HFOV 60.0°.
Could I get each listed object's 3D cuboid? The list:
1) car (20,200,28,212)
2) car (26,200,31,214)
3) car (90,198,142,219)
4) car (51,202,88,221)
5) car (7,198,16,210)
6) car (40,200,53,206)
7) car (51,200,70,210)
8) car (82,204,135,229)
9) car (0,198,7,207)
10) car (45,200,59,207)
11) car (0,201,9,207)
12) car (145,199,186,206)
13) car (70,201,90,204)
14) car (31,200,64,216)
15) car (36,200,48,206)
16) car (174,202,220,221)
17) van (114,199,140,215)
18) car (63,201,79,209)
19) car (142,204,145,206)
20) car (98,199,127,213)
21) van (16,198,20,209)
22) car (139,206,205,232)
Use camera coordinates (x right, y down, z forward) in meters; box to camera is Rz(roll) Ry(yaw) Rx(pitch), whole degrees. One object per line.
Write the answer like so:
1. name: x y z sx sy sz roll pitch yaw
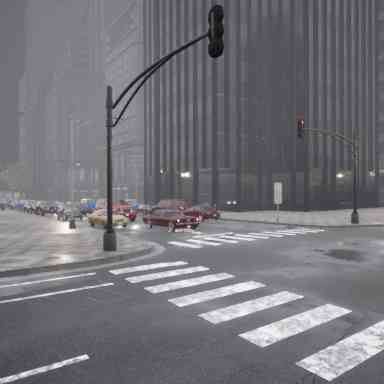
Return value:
1. car: -23.297 2.156 48.453 1.967 1.590 4.097 -1 0 -35
2. car: -20.467 2.196 44.469 1.887 1.381 4.507 -1 0 -35
3. car: -7.024 1.598 30.150 2.150 2.045 5.566 0 -1 -35
4. car: -11.983 2.004 32.517 2.008 1.369 4.403 -1 0 -35
5. car: -31.884 2.353 60.552 1.967 1.590 4.097 -1 0 -35
6. car: -34.672 2.660 79.213 1.947 1.339 4.313 -1 0 -35
7. car: -22.989 2.270 57.995 1.882 1.535 5.008 0 -1 -35
8. car: -6.229 1.843 24.410 1.752 1.417 4.829 -1 0 -35
9. car: -41.219 2.666 73.708 1.887 1.381 4.507 -1 0 -35
10. car: -31.660 2.594 74.970 1.947 1.339 4.313 -1 0 -35
11. car: -44.331 2.770 78.093 1.802 1.307 4.206 -1 0 -35
12. car: -2.312 1.668 33.627 2.192 1.841 5.009 -1 0 -35
13. car: -12.947 2.063 38.503 2.033 1.411 5.357 0 -1 -35
14. car: -17.644 1.900 40.485 2.192 1.841 5.009 -1 0 -35
15. car: -37.683 2.709 83.455 2.008 1.369 4.403 -1 0 -35
16. car: 0.633 1.828 29.475 1.887 1.381 4.507 -1 0 -35
17. van: -8.191 1.832 41.931 1.690 1.788 3.998 -1 0 -35
18. car: -22.627 2.406 62.244 1.802 1.307 4.206 -1 0 -35
19. car: -5.246 2.004 37.779 1.802 1.307 4.206 -1 0 -35
20. car: -11.131 1.874 46.082 2.192 1.841 5.009 -1 0 -35
21. van: -26.127 2.122 52.438 1.690 1.788 3.998 -1 0 -35
22. car: -1.472 1.846 22.326 1.895 1.301 4.718 0 -1 -35
